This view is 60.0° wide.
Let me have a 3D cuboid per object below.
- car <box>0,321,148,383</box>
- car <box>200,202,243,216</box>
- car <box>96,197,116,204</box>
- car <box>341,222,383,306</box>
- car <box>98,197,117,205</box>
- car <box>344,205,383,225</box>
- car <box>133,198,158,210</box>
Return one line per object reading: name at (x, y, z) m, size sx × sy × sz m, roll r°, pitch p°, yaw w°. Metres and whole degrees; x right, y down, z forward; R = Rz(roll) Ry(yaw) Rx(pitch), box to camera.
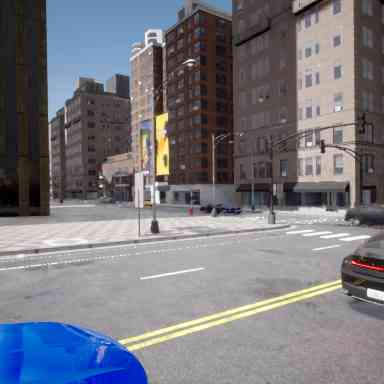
car at (-2.577, 1.478, 1.603) m, size 5.008 × 1.535 × 1.882 m, roll 0°, pitch 0°, yaw -35°
car at (2.912, 1.706, 33.475) m, size 1.895 × 1.301 × 4.718 m, roll -1°, pitch 0°, yaw -35°
car at (-15.712, 1.413, 60.084) m, size 2.033 × 1.411 × 5.357 m, roll -1°, pitch 0°, yaw -35°
car at (5.114, 1.504, 7.092) m, size 4.892 × 1.490 × 1.837 m, roll 0°, pitch 0°, yaw -36°
car at (-17.193, 1.742, 67.583) m, size 2.033 × 1.411 × 5.357 m, roll -1°, pitch 0°, yaw -35°
car at (11.761, 1.527, 20.486) m, size 1.812 × 1.442 × 4.674 m, roll 0°, pitch 0°, yaw -32°
car at (-6.612, 1.639, 47.010) m, size 1.882 × 1.535 × 5.008 m, roll -1°, pitch 0°, yaw -35°
